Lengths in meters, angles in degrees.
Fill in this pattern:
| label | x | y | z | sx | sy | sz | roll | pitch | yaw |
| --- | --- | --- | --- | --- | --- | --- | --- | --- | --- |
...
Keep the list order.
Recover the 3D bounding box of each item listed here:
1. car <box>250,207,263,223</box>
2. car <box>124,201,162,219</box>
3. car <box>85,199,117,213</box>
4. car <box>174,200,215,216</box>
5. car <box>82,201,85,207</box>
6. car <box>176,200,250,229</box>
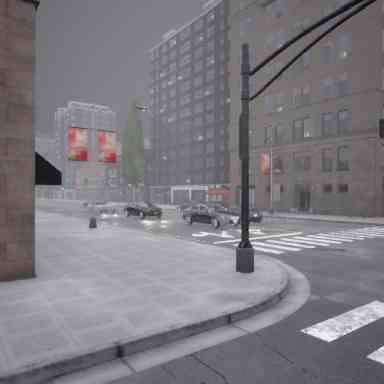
| label | x | y | z | sx | sy | sz | roll | pitch | yaw |
| --- | --- | --- | --- | --- | --- | --- | --- | --- | --- |
| car | 3.383 | 1.638 | 25.464 | 1.994 | 1.385 | 4.181 | 0 | 0 | -36 |
| car | -4.578 | 1.579 | 30.634 | 1.882 | 1.535 | 5.008 | 0 | 0 | -35 |
| car | -10.480 | 1.741 | 38.868 | 1.895 | 1.301 | 4.718 | 0 | 0 | -36 |
| car | 0.185 | 1.626 | 35.489 | 1.837 | 1.490 | 4.892 | 0 | 0 | -36 |
| car | -15.549 | 1.745 | 51.826 | 2.033 | 1.411 | 5.357 | 0 | 0 | -36 |
| car | 1.246 | 1.554 | 22.524 | 2.128 | 1.511 | 4.902 | 0 | 0 | -36 |
